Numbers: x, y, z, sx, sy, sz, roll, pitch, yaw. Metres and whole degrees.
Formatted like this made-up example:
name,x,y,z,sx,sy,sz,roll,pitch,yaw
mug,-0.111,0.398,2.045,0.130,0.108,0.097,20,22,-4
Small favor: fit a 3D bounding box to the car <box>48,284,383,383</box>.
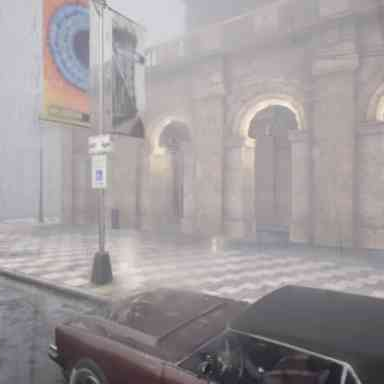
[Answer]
name,x,y,z,sx,sy,sz,roll,pitch,yaw
car,0.777,1.597,3.007,4.718,1.301,1.895,0,0,35
